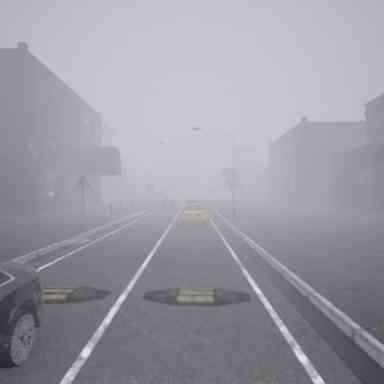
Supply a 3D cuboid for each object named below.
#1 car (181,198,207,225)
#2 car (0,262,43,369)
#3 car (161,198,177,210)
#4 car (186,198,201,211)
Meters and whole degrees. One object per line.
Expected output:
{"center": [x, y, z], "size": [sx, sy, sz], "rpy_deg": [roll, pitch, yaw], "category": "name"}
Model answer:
{"center": [0.133, 1.501, 24.489], "size": [1.801, 1.575, 5.366], "rpy_deg": [0, 0, 0], "category": "car"}
{"center": [-3.097, 1.493, 2.953], "size": [2.128, 1.511, 4.902], "rpy_deg": [0, 0, 0], "category": "car"}
{"center": [-3.027, 1.514, 44.286], "size": [2.128, 1.511, 4.902], "rpy_deg": [0, 0, 0], "category": "car"}
{"center": [0.157, 1.533, 42.173], "size": [1.837, 1.490, 4.892], "rpy_deg": [0, 0, 0], "category": "car"}
